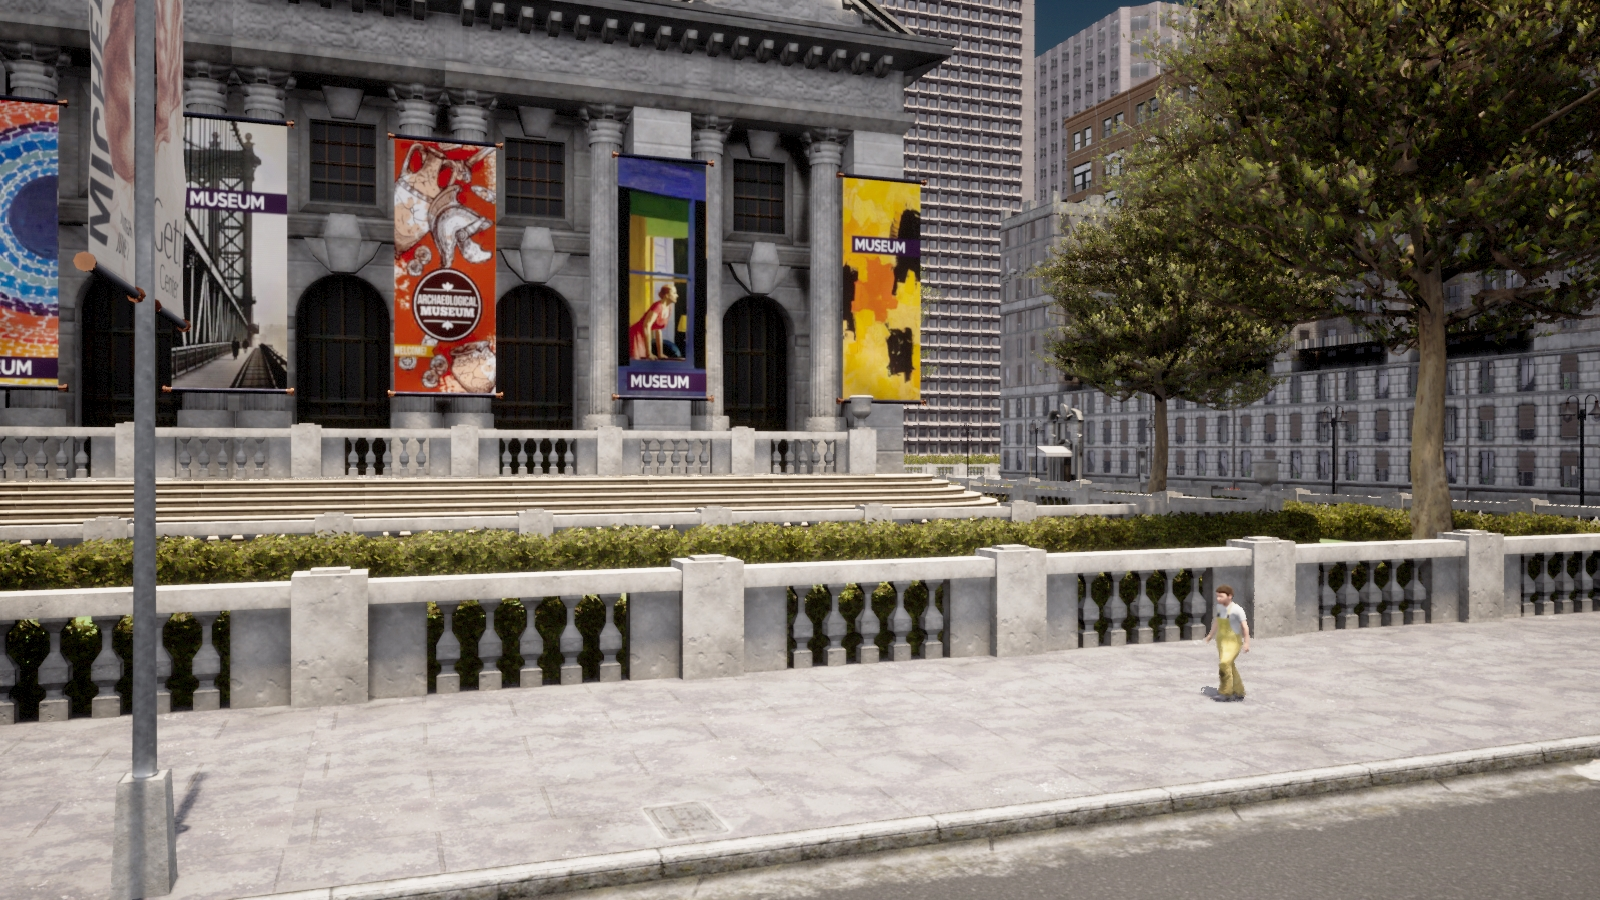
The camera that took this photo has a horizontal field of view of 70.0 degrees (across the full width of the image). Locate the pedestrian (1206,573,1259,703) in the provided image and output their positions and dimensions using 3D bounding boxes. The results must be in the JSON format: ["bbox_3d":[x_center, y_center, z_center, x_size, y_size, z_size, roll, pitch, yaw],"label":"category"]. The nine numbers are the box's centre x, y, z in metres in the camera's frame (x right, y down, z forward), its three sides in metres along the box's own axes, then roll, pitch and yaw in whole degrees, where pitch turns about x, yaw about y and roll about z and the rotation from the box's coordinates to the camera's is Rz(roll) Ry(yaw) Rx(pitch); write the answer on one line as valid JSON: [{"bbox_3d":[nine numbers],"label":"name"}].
[{"bbox_3d":[4.580,1.980,12.102,0.375,1.300,0.375,0,0,-20],"label":"pedestrian"}]
